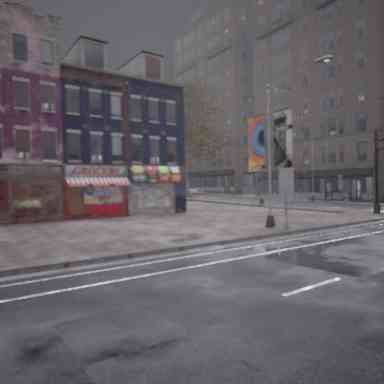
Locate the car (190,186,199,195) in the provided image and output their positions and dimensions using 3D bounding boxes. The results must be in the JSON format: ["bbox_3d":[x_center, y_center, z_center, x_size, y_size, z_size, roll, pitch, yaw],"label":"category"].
[{"bbox_3d":[-0.678,-0.288,55.903,1.812,1.442,4.674,-2,4,-35],"label":"car"}]
